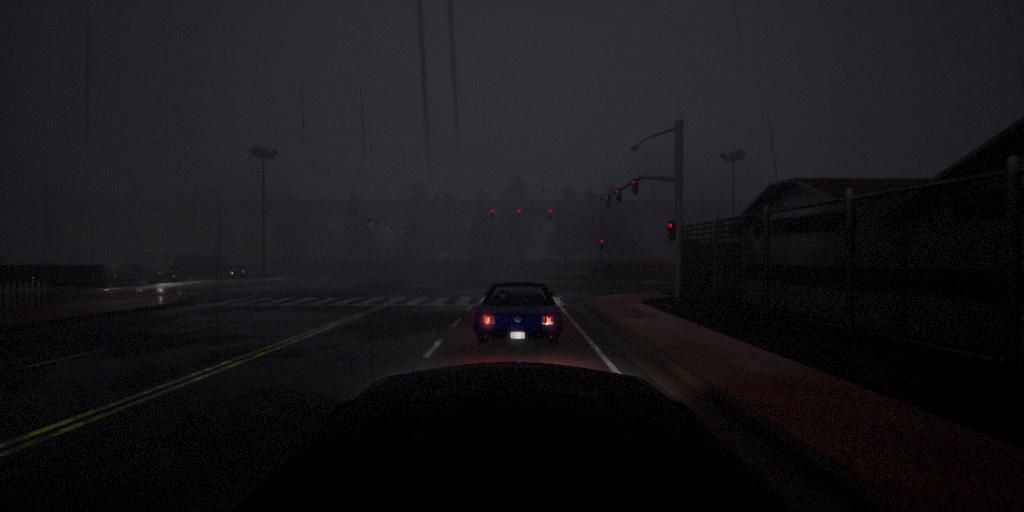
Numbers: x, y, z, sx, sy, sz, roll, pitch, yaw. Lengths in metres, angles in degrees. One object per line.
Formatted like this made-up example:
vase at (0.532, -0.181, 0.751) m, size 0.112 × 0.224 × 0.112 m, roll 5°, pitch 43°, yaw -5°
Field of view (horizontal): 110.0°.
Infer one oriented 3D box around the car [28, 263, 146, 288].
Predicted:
car at (-27.281, 1.198, 23.155) m, size 5.008 × 1.535 × 1.882 m, roll 0°, pitch 0°, yaw -1°

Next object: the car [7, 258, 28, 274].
car at (-42.603, 0.849, 29.921) m, size 4.674 × 1.442 × 1.812 m, roll 3°, pitch 0°, yaw -1°

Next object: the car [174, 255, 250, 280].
car at (-25.391, 0.929, 30.188) m, size 5.566 × 2.045 × 2.150 m, roll 1°, pitch 0°, yaw -1°

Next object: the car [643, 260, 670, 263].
car at (16.330, 1.199, 41.609) m, size 4.902 × 1.511 × 2.128 m, roll 0°, pitch 0°, yaw -1°

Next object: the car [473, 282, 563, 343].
car at (0.189, 1.343, 9.579) m, size 1.895 × 1.301 × 4.718 m, roll 0°, pitch 0°, yaw 2°

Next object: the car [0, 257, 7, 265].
car at (-41.798, 0.592, 26.427) m, size 5.566 × 2.045 × 2.150 m, roll 3°, pitch 0°, yaw -1°

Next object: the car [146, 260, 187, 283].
car at (-27.515, 1.241, 26.655) m, size 4.674 × 1.442 × 1.812 m, roll 0°, pitch 0°, yaw -1°
